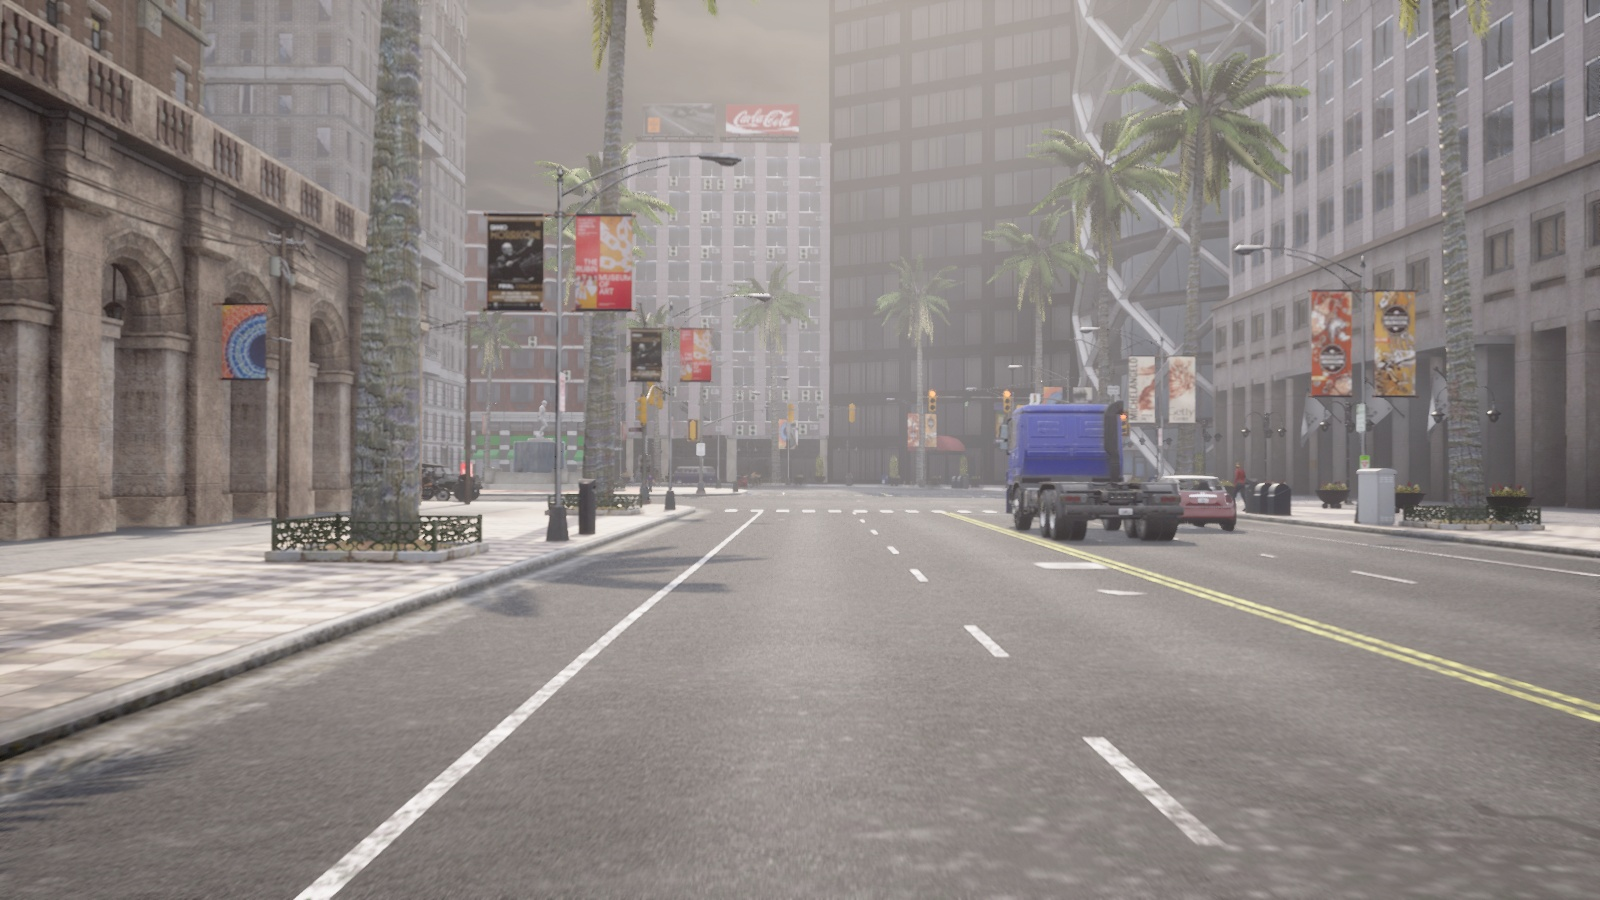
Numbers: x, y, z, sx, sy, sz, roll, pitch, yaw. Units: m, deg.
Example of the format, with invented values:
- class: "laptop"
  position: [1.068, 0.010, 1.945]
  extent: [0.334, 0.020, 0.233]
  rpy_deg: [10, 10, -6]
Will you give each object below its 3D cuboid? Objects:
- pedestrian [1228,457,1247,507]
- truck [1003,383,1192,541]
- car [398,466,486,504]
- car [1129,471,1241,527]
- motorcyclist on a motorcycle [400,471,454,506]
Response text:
- class: "pedestrian"
  position: [16.235, 1.187, 46.633]
  extent: [0.331, 1.846, 0.636]
  rpy_deg: [0, -1, -19]
- class: "truck"
  position: [7.161, 0.331, 31.513]
  extent: [2.891, 3.462, 7.936]
  rpy_deg: [0, -1, 0]
- class: "car"
  position: [-18.002, 1.741, 63.241]
  extent: [3.866, 1.878, 1.905]
  rpy_deg: [0, -1, 1]
- class: "car"
  position: [10.696, 1.326, 35.180]
  extent: [1.970, 1.475, 3.806]
  rpy_deg: [0, -1, 0]
- class: "motorcyclist on a motorcycle"
  position: [-17.745, 1.836, 59.737]
  extent: [2.350, 1.649, 0.766]
  rpy_deg: [0, -1, 0]
